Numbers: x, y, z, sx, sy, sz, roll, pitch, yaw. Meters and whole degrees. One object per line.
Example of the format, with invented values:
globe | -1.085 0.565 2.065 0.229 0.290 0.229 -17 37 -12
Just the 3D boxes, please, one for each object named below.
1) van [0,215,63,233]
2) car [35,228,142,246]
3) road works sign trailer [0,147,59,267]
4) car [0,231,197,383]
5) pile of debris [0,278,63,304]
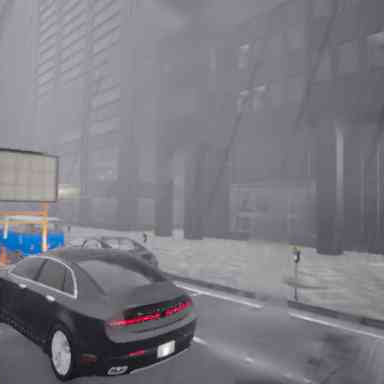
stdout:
van | -7.006 1.914 14.213 3.998 1.788 1.690 -1 -4 43
car | -2.910 2.016 10.338 4.403 1.369 2.008 -1 -4 43
road works sign trailer | -4.838 0.659 8.678 2.380 3.560 2.880 3 -3 -38
car | -2.100 1.749 5.912 4.892 1.490 1.837 0 -3 43
pile of debris | -4.552 2.507 8.488 1.500 0.140 1.860 -1 -4 40
